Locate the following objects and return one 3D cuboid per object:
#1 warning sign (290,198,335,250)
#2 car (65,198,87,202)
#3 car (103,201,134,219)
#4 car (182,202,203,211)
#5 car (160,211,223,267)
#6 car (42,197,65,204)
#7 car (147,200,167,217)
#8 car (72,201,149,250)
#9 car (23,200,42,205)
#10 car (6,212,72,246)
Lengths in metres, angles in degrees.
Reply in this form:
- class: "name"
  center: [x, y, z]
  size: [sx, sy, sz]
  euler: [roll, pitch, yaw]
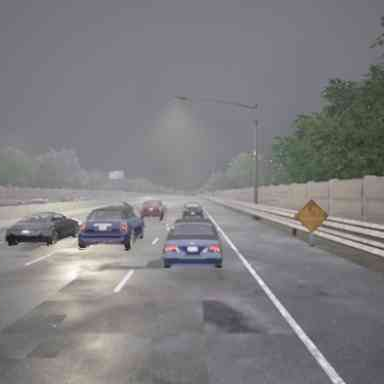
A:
- class: "warning sign"
  center: [4.540, 1.186, 12.652]
  size: [1.300, 1.860, 1.060]
  euler: [-1, -1, 0]
- class: "car"
  center: [-17.570, 1.738, 51.905]
  size: [1.882, 1.535, 5.008]
  euler: [0, 0, 0]
- class: "car"
  center: [-6.919, 1.645, 31.865]
  size: [1.882, 1.535, 5.008]
  euler: [0, 0, 0]
- class: "car"
  center: [0.080, 1.691, 31.437]
  size: [1.812, 1.442, 4.674]
  euler: [0, 0, 0]
- class: "car"
  center: [0.041, 1.612, 11.564]
  size: [2.033, 1.411, 5.357]
  euler: [0, 0, 1]
- class: "car"
  center: [-21.066, 1.614, 52.070]
  size: [2.097, 1.767, 4.553]
  euler: [0, 0, 0]
- class: "car"
  center: [-3.430, 1.509, 30.052]
  size: [2.097, 1.767, 4.553]
  euler: [0, 0, 0]
- class: "car"
  center: [-3.433, 1.434, 14.986]
  size: [2.097, 1.767, 4.553]
  euler: [0, 0, 0]
- class: "car"
  center: [-24.564, 1.862, 52.060]
  size: [1.895, 1.301, 4.718]
  euler: [0, 0, 0]
- class: "car"
  center: [-6.927, 1.651, 15.905]
  size: [1.994, 1.385, 4.181]
  euler: [0, 0, 0]
